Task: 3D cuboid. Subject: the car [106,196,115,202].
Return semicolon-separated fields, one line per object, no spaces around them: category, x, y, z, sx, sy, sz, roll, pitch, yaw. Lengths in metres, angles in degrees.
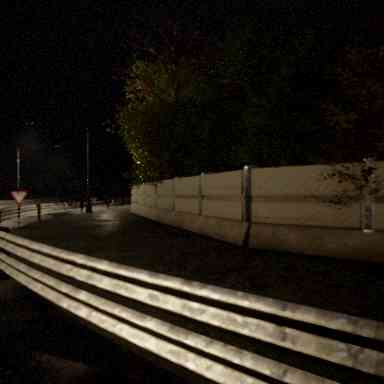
car;-21.291;1.850;87.074;1.994;1.385;4.181;0;0;-4

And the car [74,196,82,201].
car;-29.587;1.805;86.098;1.882;1.535;5.008;0;0;-20

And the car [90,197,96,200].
car;-26.247;1.914;87.142;1.895;1.301;4.718;0;0;-20
